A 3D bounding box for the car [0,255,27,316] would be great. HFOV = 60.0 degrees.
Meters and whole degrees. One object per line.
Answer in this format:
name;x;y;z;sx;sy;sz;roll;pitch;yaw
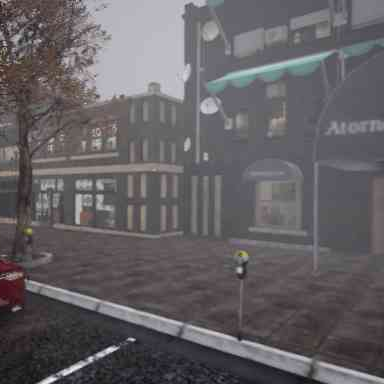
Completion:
car;-5.002;1.591;6.427;4.507;1.381;1.887;0;1;36
